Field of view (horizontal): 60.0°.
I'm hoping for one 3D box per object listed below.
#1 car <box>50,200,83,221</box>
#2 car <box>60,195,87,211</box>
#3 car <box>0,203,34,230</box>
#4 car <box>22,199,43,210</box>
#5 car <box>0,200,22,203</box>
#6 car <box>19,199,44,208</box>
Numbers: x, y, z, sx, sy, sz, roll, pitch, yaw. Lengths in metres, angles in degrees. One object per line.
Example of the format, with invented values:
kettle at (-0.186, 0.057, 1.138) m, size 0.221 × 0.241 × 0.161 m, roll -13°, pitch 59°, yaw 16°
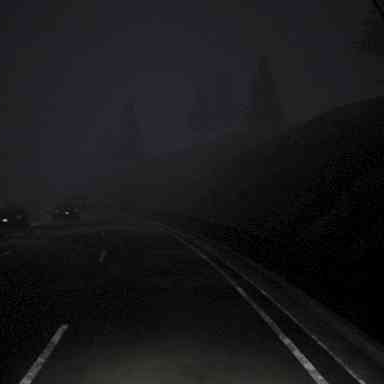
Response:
car at (-10.783, 1.635, 28.026) m, size 1.994 × 1.385 × 4.181 m, roll 0°, pitch 0°, yaw -27°
car at (-14.843, 1.329, 41.188) m, size 2.150 × 2.045 × 5.566 m, roll 0°, pitch 0°, yaw -39°
car at (-11.467, 1.619, 21.078) m, size 1.994 × 1.385 × 4.181 m, roll 0°, pitch 0°, yaw -21°
car at (-21.114, 1.714, 43.264) m, size 1.895 × 1.301 × 4.718 m, roll 0°, pitch 0°, yaw -42°
car at (-22.311, 1.652, 39.462) m, size 2.033 × 1.411 × 5.357 m, roll 0°, pitch 0°, yaw -41°
car at (-25.346, 1.738, 52.332) m, size 4.718 × 1.301 × 1.895 m, roll 0°, pitch 0°, yaw 42°
